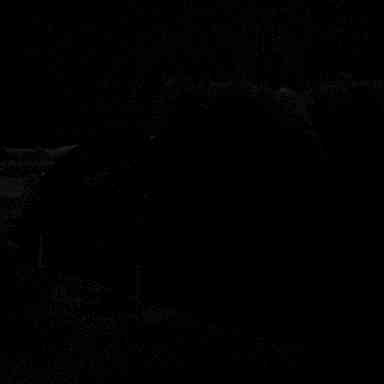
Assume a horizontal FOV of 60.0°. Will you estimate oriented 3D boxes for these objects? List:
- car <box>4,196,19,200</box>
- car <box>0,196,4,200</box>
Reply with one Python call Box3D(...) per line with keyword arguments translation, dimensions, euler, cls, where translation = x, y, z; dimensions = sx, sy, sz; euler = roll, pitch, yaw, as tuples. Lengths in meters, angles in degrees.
Box3D(translation=(-42.594, 2.072, 80.360), dimensions=(2.097, 1.767, 4.553), euler=(0, 0, 0), cls="car")
Box3D(translation=(-46.095, 1.953, 80.323), dimensions=(2.150, 2.045, 5.566), euler=(0, 0, 0), cls="car")
